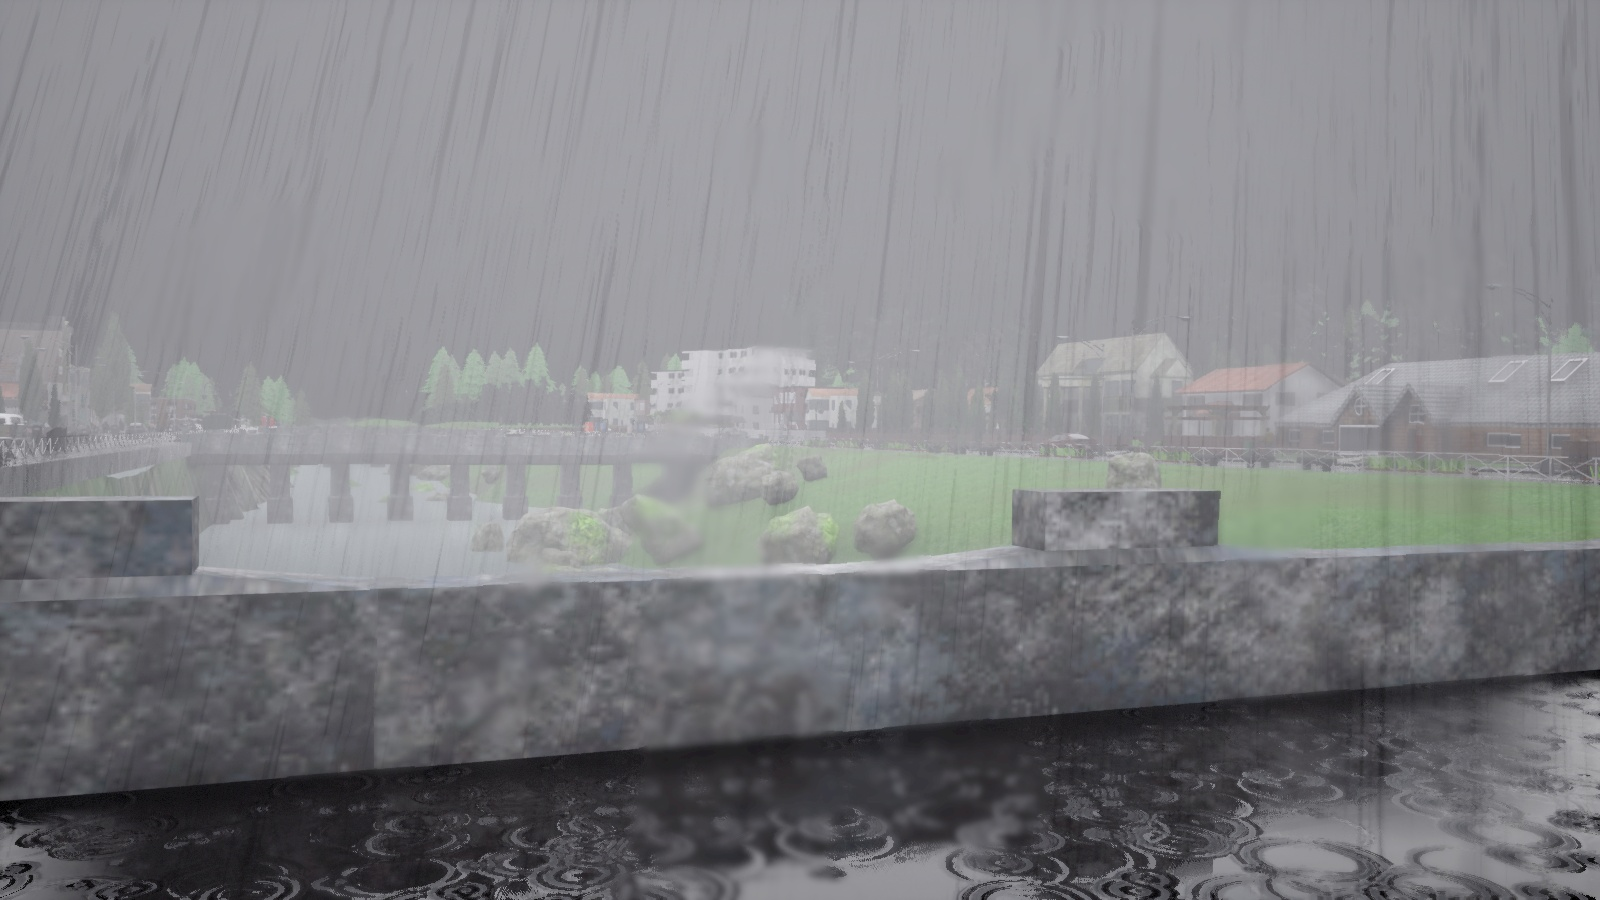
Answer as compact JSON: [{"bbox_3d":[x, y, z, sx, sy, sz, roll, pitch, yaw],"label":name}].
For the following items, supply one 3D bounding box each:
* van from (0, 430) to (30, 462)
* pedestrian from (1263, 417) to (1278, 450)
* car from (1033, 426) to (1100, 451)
[{"bbox_3d":[-51.961,-0.251,81.964,2.069,2.038,4.480,-1,1,-21],"label":"van"},{"bbox_3d":[26.889,-0.951,71.819,0.370,1.835,0.726,-1,1,-27],"label":"pedestrian"},{"bbox_3d":[17.685,-0.775,83.574,1.882,1.535,5.008,-1,1,-21],"label":"car"}]
